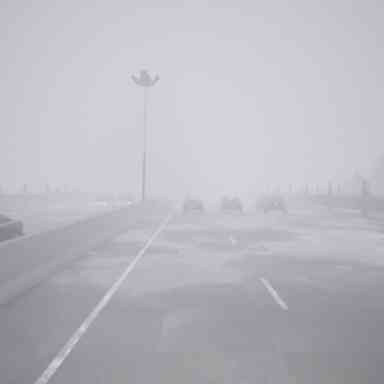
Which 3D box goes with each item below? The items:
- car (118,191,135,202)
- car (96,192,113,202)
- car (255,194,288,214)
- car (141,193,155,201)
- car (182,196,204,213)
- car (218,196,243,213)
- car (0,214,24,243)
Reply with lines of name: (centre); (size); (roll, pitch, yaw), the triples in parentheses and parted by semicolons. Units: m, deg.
car: (-10.555, 0.692, 53.723); (2.097, 1.767, 4.553); (0, 0, 0)
car: (-14.052, 0.831, 53.659); (2.128, 1.511, 4.902); (0, 0, 0)
car: (7.100, 0.983, 30.212); (2.097, 1.767, 4.553); (0, 1, 0)
car: (-7.050, 0.904, 53.737); (1.994, 1.385, 4.181); (0, 0, 0)
car: (0.101, 1.108, 31.385); (2.128, 1.511, 4.902); (0, 1, 0)
car: (3.601, 1.108, 31.398); (2.128, 1.511, 4.902); (0, 1, 0)
car: (-7.098, 1.361, 10.189); (1.882, 1.535, 5.008); (0, 1, 0)
